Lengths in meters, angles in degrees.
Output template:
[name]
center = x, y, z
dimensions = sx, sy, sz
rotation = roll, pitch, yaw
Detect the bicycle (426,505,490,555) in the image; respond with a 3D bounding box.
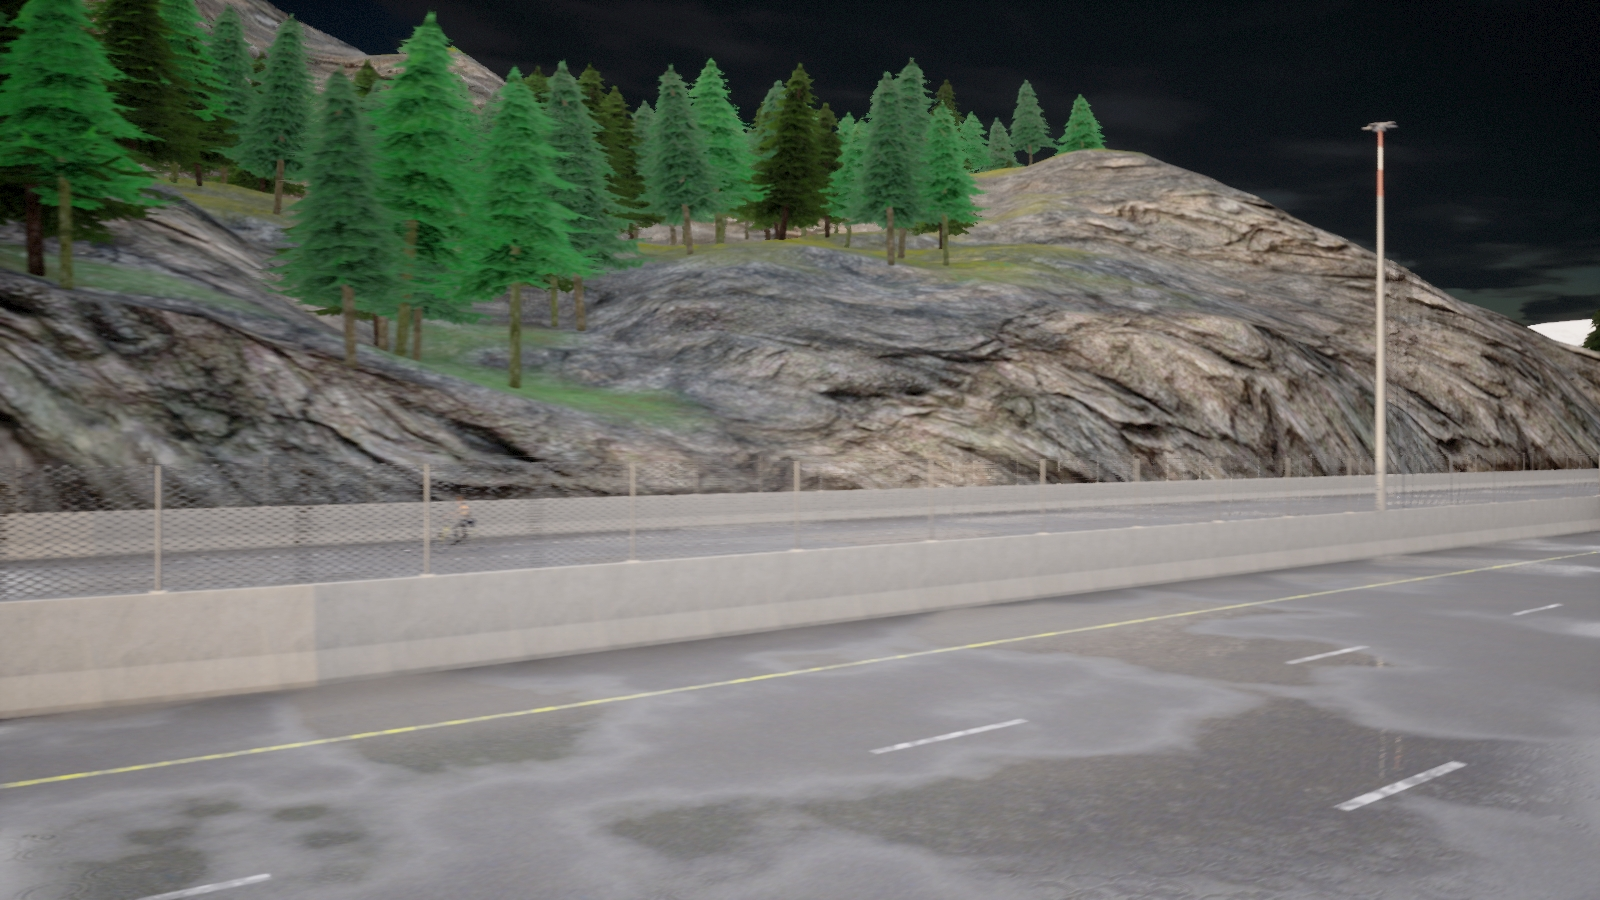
[bicycle]
center = -9.438, 2.191, 31.547
dimensions = 1.487, 1.295, 0.859
rotation = 0, 0, -37
